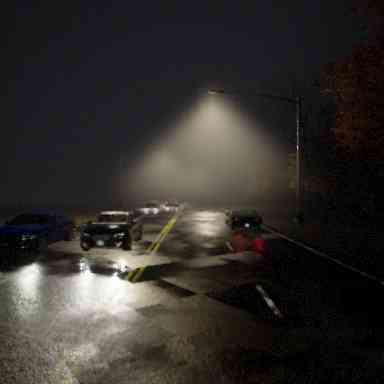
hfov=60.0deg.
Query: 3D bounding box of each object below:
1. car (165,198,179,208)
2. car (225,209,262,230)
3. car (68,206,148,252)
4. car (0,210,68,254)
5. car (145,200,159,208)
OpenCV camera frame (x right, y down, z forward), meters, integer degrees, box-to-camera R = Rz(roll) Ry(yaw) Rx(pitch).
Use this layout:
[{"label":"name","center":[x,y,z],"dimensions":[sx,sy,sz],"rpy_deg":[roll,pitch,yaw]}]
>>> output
[{"label":"car","center":[-3.325,1.730,55.789],"dimensions":[2.097,1.767,4.553],"rpy_deg":[0,0,0]},{"label":"car","center":[3.354,1.760,22.504],"dimensions":[1.895,1.301,4.718],"rpy_deg":[0,-1,0]},{"label":"car","center":[-3.354,1.601,14.593],"dimensions":[2.128,1.511,4.902],"rpy_deg":[0,0,0]},{"label":"car","center":[-6.603,1.585,14.229],"dimensions":[1.882,1.535,5.008],"rpy_deg":[0,0,0]},{"label":"car","center":[-6.577,1.975,55.299],"dimensions":[1.895,1.301,4.718],"rpy_deg":[0,0,0]}]
